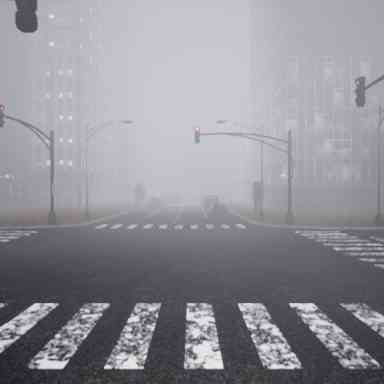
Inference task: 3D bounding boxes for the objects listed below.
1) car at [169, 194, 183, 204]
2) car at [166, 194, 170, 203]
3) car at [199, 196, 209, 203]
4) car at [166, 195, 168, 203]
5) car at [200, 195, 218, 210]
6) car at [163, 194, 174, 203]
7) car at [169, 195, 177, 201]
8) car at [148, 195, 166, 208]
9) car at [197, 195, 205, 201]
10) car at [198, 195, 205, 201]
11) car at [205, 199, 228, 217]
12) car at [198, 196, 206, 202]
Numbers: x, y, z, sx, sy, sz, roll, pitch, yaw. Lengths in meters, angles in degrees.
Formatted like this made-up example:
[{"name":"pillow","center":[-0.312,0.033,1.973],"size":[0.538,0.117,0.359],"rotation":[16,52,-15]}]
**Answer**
[{"name":"car","center":[-2.771,1.446,64.327],"size":[2.097,1.767,4.553],"rotation":[0,0,0]},{"name":"car","center":[-5.351,1.541,70.707],"size":[1.967,1.590,4.097],"rotation":[-1,0,0]},{"name":"car","center":[2.531,1.646,70.735],"size":[1.887,1.381,4.507],"rotation":[-1,0,0]},{"name":"car","center":[-5.343,1.663,54.134],"size":[1.802,1.307,4.206],"rotation":[-1,0,0]},{"name":"car","center":[2.525,1.381,43.113],"size":[2.192,1.841,5.009],"rotation":[-1,0,0]},{"name":"car","center":[-5.354,1.422,76.233],"size":[2.192,1.841,5.009],"rotation":[-1,0,0]},{"name":"car","center":[-5.358,1.566,92.806],"size":[1.967,1.590,4.097],"rotation":[-1,0,0]},{"name":"car","center":[-5.343,1.514,48.609],"size":[1.967,1.590,4.097],"rotation":[-1,0,0]},{"name":"car","center":[2.524,1.670,92.833],"size":[1.887,1.381,4.507],"rotation":[-1,0,0]},{"name":"car","center":[2.525,1.645,87.479],"size":[1.752,1.417,4.829],"rotation":[-1,0,0]},{"name":"car","center":[2.511,1.632,32.063],"size":[1.802,1.307,4.206],"rotation":[-1,0,0]},{"name":"car","center":[2.528,1.695,81.784],"size":[1.802,1.307,4.206],"rotation":[-1,0,0]}]
